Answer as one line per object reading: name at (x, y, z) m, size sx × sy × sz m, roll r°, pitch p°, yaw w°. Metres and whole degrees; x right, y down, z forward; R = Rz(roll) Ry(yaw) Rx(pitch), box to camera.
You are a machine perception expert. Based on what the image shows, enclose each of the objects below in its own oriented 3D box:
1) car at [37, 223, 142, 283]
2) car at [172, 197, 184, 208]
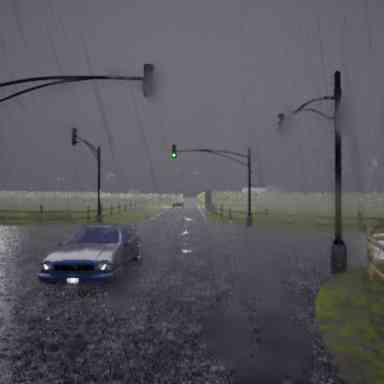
car at (-2.744, 1.685, 10.343) m, size 2.033 × 1.411 × 5.357 m, roll 0°, pitch -1°, yaw 0°
car at (-2.654, 2.082, 64.574) m, size 2.150 × 2.045 × 5.566 m, roll 0°, pitch -1°, yaw 0°
